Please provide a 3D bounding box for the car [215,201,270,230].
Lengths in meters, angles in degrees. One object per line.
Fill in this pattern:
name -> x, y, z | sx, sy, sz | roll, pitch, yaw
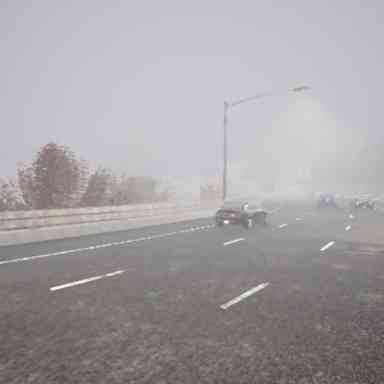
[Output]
car -> 3.038, 1.280, 19.302 | 1.837, 1.490, 4.892 | 2, 1, 31

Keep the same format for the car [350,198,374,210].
car -> 19.200, 1.279, 37.823 | 1.895, 1.301, 4.718 | 1, 1, 18

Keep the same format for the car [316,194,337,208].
car -> 16.210, 0.974, 40.204 | 2.097, 1.767, 4.553 | 1, 1, 18
